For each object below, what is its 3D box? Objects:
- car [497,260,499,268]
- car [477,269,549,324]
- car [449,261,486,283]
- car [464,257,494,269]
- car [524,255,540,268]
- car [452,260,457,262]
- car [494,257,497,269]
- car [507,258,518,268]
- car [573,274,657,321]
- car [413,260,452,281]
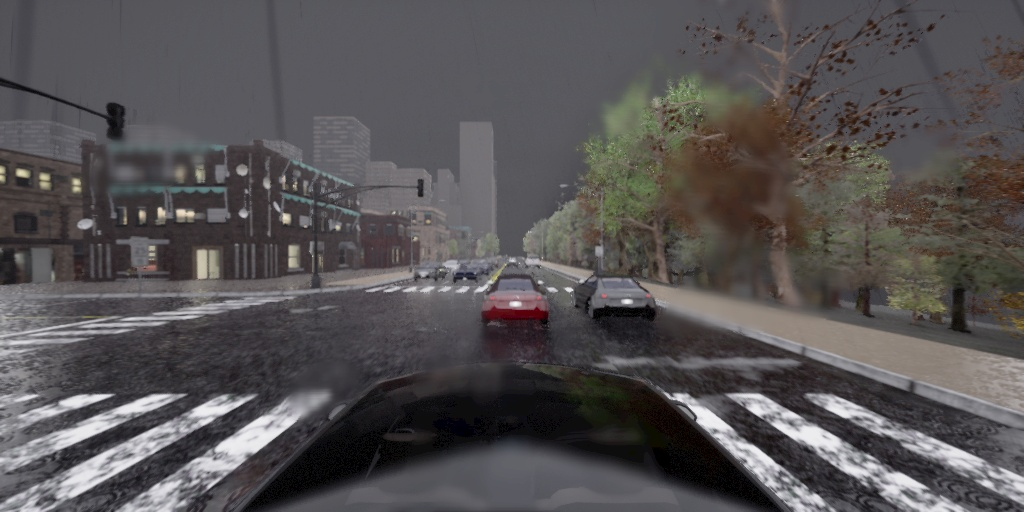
[{"bbox_3d":[-3.168,0.989,56.728,2.097,1.767,4.553,0,0,0],"label":"car"},{"bbox_3d":[0.106,1.295,11.931,1.994,1.385,4.181,0,0,0],"label":"car"},{"bbox_3d":[-3.313,1.299,27.456,1.895,1.301,4.718,0,0,0],"label":"car"},{"bbox_3d":[-3.295,1.031,36.529,2.097,1.767,4.553,0,0,0],"label":"car"},{"bbox_3d":[3.332,0.857,58.157,2.150,2.045,5.566,0,0,0],"label":"car"},{"bbox_3d":[-6.538,1.199,39.216,1.812,1.442,4.674,0,0,0],"label":"car"},{"bbox_3d":[-3.260,1.163,46.510,1.837,1.490,4.892,0,0,0],"label":"car"},{"bbox_3d":[0.082,1.235,58.579,1.895,1.301,4.718,0,0,0],"label":"car"},{"bbox_3d":[3.357,1.294,12.430,1.994,1.385,4.181,0,0,0],"label":"car"},{"bbox_3d":[-6.558,1.186,29.041,2.128,1.511,4.902,0,0,0],"label":"car"}]
